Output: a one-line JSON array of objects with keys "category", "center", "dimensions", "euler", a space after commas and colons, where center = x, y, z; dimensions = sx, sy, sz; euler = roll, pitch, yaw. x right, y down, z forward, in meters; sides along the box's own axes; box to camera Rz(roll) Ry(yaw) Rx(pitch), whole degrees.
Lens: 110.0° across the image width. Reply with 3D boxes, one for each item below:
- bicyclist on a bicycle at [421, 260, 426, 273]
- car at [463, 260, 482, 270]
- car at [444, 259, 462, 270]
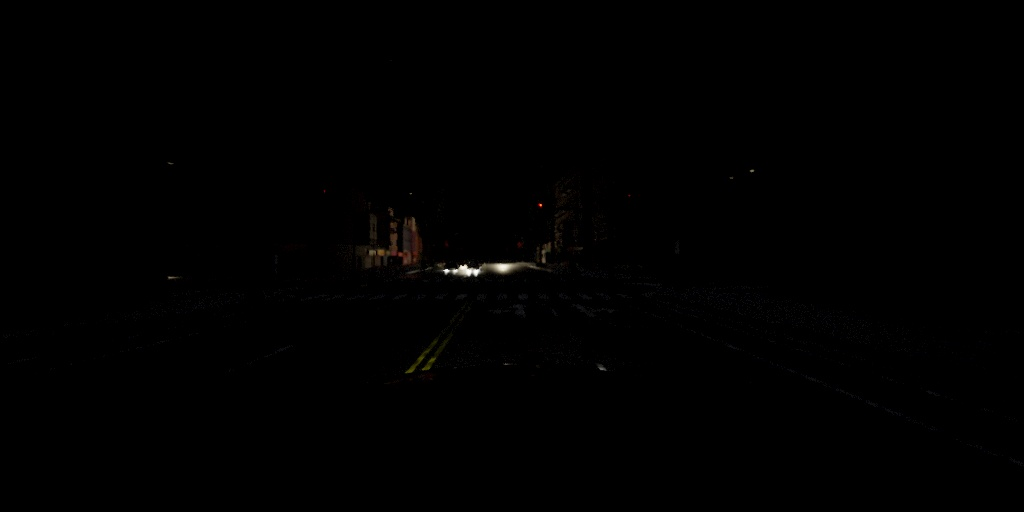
[{"category": "bicyclist on a bicycle", "center": [-10.428, 1.248, 42.270], "dimensions": [0.582, 1.620, 1.656], "euler": [0, 0, -4]}, {"category": "car", "center": [-5.896, 1.307, 54.779], "dimensions": [2.128, 1.511, 4.902], "euler": [0, 0, -4]}, {"category": "car", "center": [-9.127, 1.380, 54.369], "dimensions": [1.994, 1.385, 4.181], "euler": [0, 0, -4]}]
